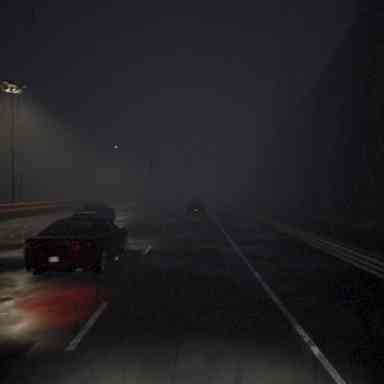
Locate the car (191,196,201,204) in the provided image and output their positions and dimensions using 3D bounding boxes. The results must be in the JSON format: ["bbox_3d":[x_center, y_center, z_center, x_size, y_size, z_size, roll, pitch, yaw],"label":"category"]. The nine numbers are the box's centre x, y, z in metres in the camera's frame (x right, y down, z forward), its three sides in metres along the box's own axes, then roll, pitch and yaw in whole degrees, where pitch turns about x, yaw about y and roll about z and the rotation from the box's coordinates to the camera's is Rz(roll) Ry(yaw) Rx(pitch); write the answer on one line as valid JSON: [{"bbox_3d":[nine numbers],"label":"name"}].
[{"bbox_3d":[0.816,1.492,65.332,1.882,1.535,5.008,0,0,1],"label":"car"}]

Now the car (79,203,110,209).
[{"bbox_3d":[-6.769,1.525,23.617,2.128,1.511,4.902,0,0,1],"label":"car"}]

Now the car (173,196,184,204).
[{"bbox_3d":[-2.685,1.533,65.226,1.837,1.490,4.892,0,0,1],"label":"car"}]

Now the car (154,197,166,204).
[{"bbox_3d":[-6.182,1.643,65.110,1.895,1.301,4.718,0,0,1],"label":"car"}]

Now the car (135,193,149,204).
[{"bbox_3d":[-9.698,1.277,64.663,2.150,2.045,5.566,0,0,1],"label":"car"}]

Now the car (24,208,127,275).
[{"bbox_3d":[-3.367,1.494,10.592,1.882,1.535,5.008,0,0,0],"label":"car"}]

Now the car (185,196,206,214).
[{"bbox_3d":[0.393,1.513,35.329,1.837,1.490,4.892,0,0,1],"label":"car"}]
